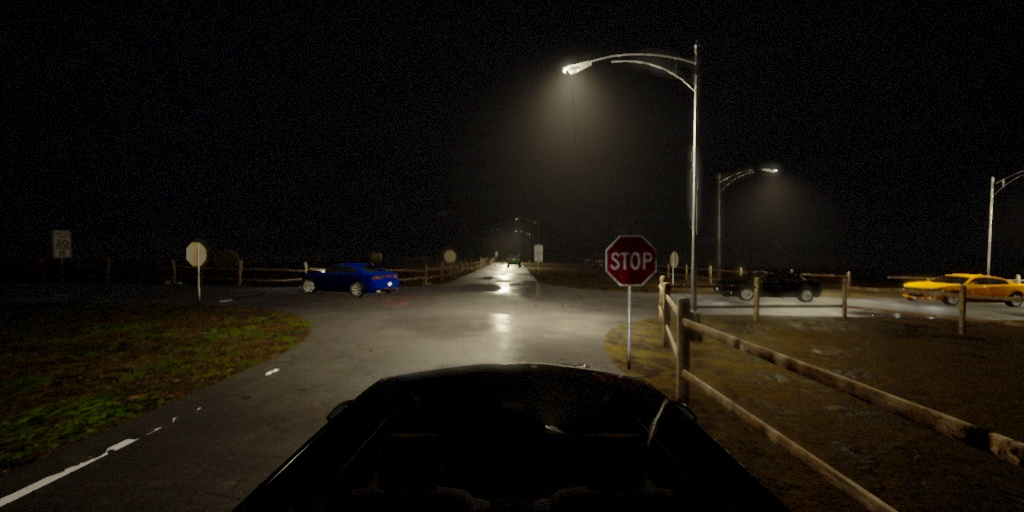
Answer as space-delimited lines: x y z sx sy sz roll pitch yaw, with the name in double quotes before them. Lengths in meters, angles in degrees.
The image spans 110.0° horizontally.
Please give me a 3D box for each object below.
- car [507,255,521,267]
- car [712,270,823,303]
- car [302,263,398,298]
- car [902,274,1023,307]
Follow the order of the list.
"car" 0.345 0.804 60.205 2.150 2.045 5.566 0 0 1
"car" 12.890 1.478 18.249 4.892 1.490 1.837 1 1 1
"car" -7.858 1.076 17.320 5.008 1.535 1.882 2 0 23
"car" 22.943 1.669 18.233 5.008 1.535 1.882 1 1 0
